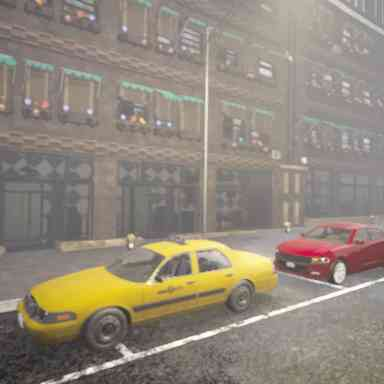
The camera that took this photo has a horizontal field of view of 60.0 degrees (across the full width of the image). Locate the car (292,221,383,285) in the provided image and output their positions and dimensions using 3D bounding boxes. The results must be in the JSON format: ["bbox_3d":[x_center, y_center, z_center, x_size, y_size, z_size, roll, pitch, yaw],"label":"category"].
[{"bbox_3d":[4.288,1.564,9.558,4.507,1.381,1.887,0,1,-35],"label":"car"}]

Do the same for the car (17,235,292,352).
[{"bbox_3d":[-0.479,1.532,6.158,4.829,1.417,1.752,0,1,-35],"label":"car"}]
